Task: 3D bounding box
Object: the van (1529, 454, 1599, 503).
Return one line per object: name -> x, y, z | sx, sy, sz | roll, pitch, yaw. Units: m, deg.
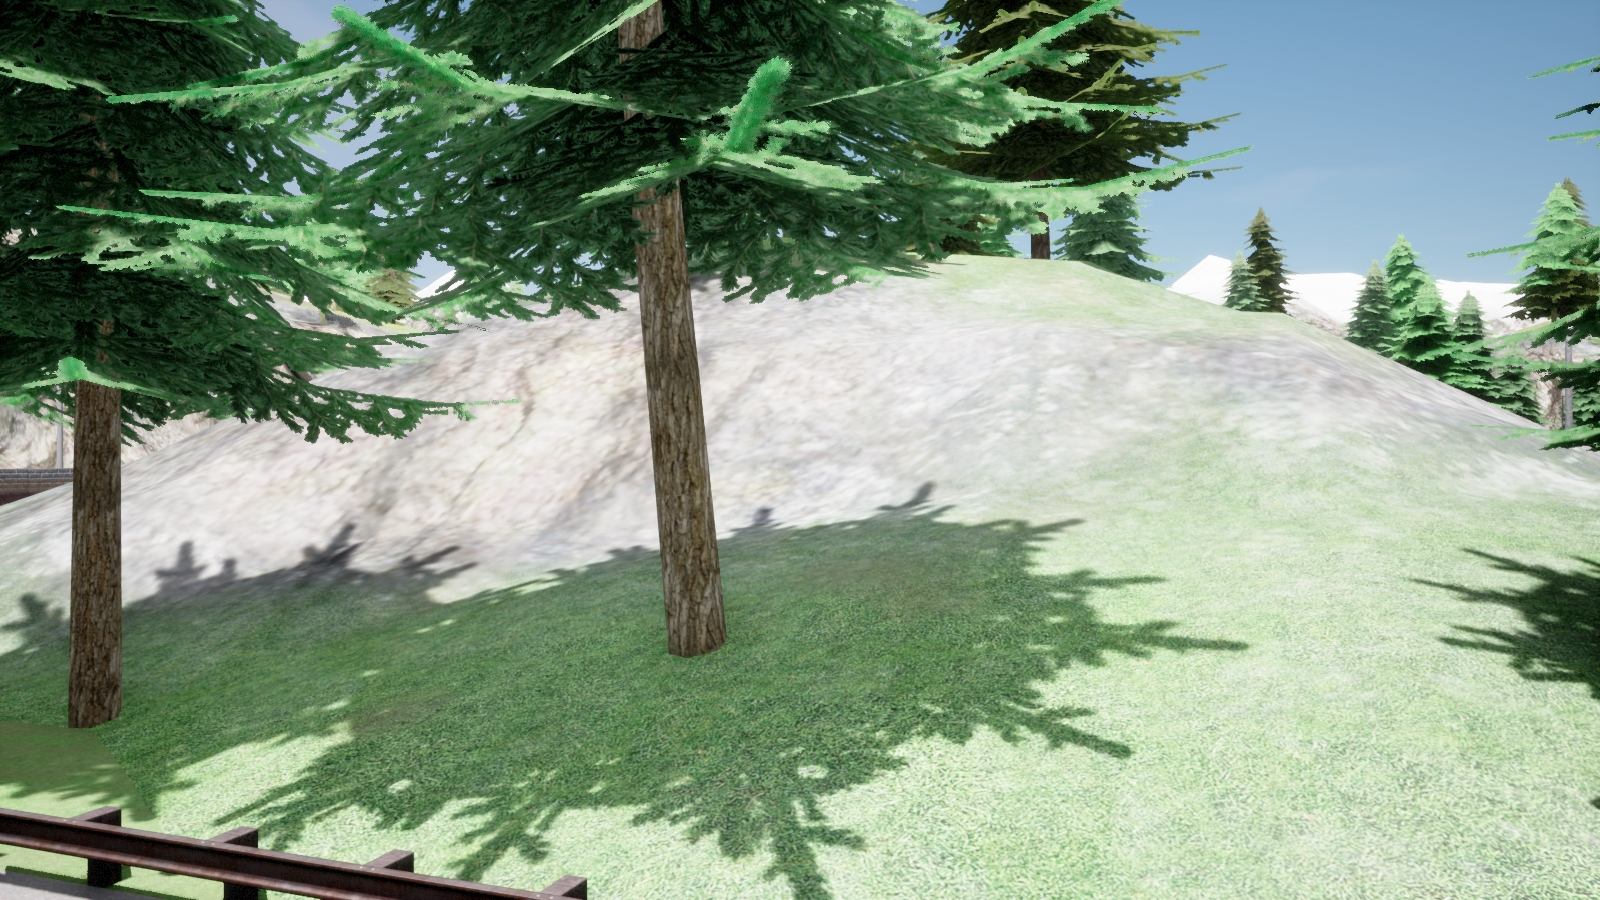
van -> 42.653, 1.520, 63.936 | 1.988, 2.561, 5.915 | 0, 0, 21
